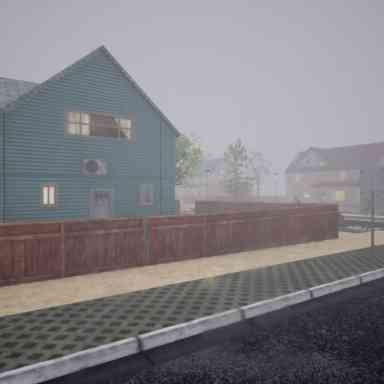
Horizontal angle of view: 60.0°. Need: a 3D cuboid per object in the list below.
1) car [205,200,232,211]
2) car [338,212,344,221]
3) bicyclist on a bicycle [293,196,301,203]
[{"bbox_3d":[2.422,1.468,31.692,1.994,1.385,4.181,0,0,-36],"label":"car"},{"bbox_3d":[8.200,1.552,23.625,1.895,1.301,4.718,0,0,-36],"label":"car"},{"bbox_3d":[9.873,1.206,31.351,1.656,1.620,0.582,-1,1,-36],"label":"bicyclist on a bicycle"}]
